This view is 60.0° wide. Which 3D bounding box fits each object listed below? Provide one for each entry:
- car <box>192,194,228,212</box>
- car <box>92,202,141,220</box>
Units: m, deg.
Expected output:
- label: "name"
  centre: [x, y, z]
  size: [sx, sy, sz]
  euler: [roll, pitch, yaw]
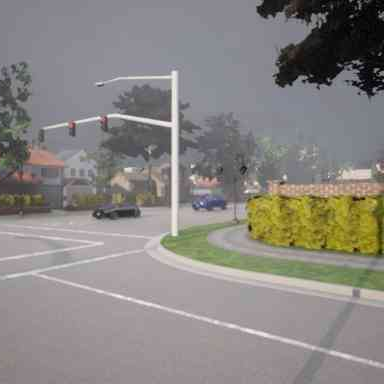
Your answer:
- label: "car"
  centre: [2.229, 1.222, 39.997]
  size: [2.150, 2.045, 5.566]
  euler: [0, 0, 35]
- label: "car"
  centre: [-6.236, 1.564, 27.884]
  size: [1.994, 1.385, 4.181]
  euler: [0, 0, 35]
